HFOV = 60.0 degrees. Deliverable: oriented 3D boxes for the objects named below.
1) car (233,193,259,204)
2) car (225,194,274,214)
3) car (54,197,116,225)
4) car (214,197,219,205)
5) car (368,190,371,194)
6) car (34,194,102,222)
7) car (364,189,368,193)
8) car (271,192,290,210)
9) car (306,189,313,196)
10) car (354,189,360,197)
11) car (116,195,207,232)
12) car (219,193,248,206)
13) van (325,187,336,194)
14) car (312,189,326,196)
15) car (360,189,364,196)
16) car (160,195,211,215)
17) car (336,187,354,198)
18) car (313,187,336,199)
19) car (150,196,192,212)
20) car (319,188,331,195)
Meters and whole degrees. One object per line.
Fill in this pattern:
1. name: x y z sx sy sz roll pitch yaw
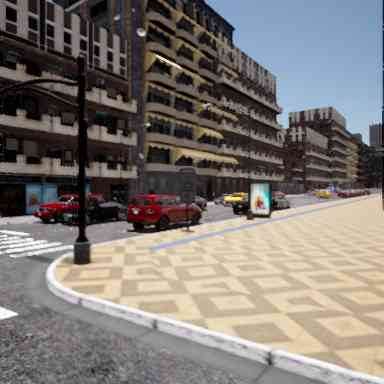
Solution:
1. car: 7.554 0.830 46.134 1.802 1.307 4.206 1 2 35
2. car: 4.910 1.113 27.751 1.947 1.339 4.313 1 2 35
3. car: -6.256 1.292 21.925 1.812 1.442 4.674 0 1 35
4. car: 4.373 0.904 41.592 2.008 1.369 4.403 1 2 35
5. car: 43.098 -0.178 82.272 2.008 1.369 4.403 1 2 35
6. car: -8.352 1.085 23.415 2.192 1.841 5.009 1 2 35
7. car: 36.734 0.032 73.185 1.887 1.381 4.507 1 2 35
8. car: 8.092 1.009 32.294 1.947 1.339 4.313 1 2 35
9. car: 26.645 0.050 73.385 1.967 1.590 4.097 1 2 35
10. car: 30.369 0.141 64.095 1.967 1.590 4.097 1 2 35
11. car: -1.455 1.070 18.658 2.192 1.841 5.009 1 2 35
12. car: 5.475 0.860 38.654 1.882 1.535 5.008 0 1 35
13. van: 36.191 -0.371 87.010 1.690 1.788 3.998 1 2 35
14. car: 29.827 0.047 77.931 1.887 1.381 4.507 1 2 35
15. car: 33.551 0.139 68.641 1.887 1.381 4.507 1 2 35
16. car: -0.480 1.069 30.170 2.128 1.511 4.902 0 1 35
17. car: 27.187 0.352 59.555 1.887 1.381 4.507 1 2 35
18. car: 23.368 0.346 58.645 1.882 1.535 5.008 0 1 35
19. car: -1.990 1.145 32.507 1.802 1.307 4.206 1 2 35
20. car: 33.009 -0.165 82.471 1.967 1.590 4.097 1 2 35
